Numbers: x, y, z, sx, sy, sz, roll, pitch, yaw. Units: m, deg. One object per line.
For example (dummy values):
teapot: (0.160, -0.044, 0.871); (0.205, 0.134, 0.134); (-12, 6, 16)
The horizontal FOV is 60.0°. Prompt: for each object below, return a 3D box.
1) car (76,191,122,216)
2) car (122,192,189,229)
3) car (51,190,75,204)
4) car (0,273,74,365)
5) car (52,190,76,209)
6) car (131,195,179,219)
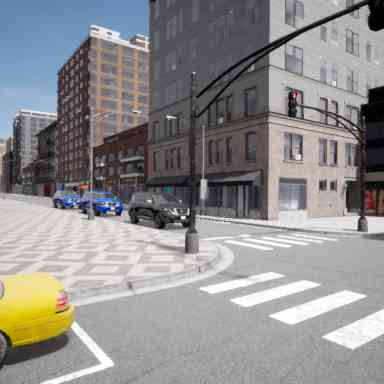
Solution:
car: (-8.013, 0.960, 29.188); (2.150, 2.045, 5.566); (1, 0, -35)
car: (-2.070, 1.053, 20.778); (2.150, 2.045, 5.566); (1, 0, -35)
car: (-20.264, 0.760, 52.047); (2.150, 2.045, 5.566); (1, 1, -35)
car: (-3.979, 1.525, 3.914); (4.829, 1.417, 1.752); (0, 1, -36)
car: (-14.209, 0.862, 37.973); (2.150, 2.045, 5.566); (1, 0, -35)
car: (-3.181, 1.157, 27.874); (2.097, 1.767, 4.553); (1, 0, -35)
